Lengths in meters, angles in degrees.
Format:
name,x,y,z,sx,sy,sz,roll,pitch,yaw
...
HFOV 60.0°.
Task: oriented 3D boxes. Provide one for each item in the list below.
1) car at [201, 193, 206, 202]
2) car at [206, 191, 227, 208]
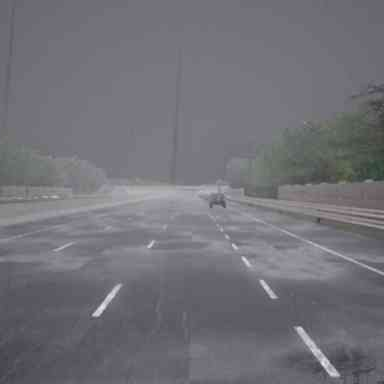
name,x,y,z,sx,sy,sz,roll,pitch,yaw
car,3.518,1.478,73.650,1.895,1.301,4.718,0,0,0
car,3.512,1.171,47.136,2.150,2.045,5.566,0,0,0
